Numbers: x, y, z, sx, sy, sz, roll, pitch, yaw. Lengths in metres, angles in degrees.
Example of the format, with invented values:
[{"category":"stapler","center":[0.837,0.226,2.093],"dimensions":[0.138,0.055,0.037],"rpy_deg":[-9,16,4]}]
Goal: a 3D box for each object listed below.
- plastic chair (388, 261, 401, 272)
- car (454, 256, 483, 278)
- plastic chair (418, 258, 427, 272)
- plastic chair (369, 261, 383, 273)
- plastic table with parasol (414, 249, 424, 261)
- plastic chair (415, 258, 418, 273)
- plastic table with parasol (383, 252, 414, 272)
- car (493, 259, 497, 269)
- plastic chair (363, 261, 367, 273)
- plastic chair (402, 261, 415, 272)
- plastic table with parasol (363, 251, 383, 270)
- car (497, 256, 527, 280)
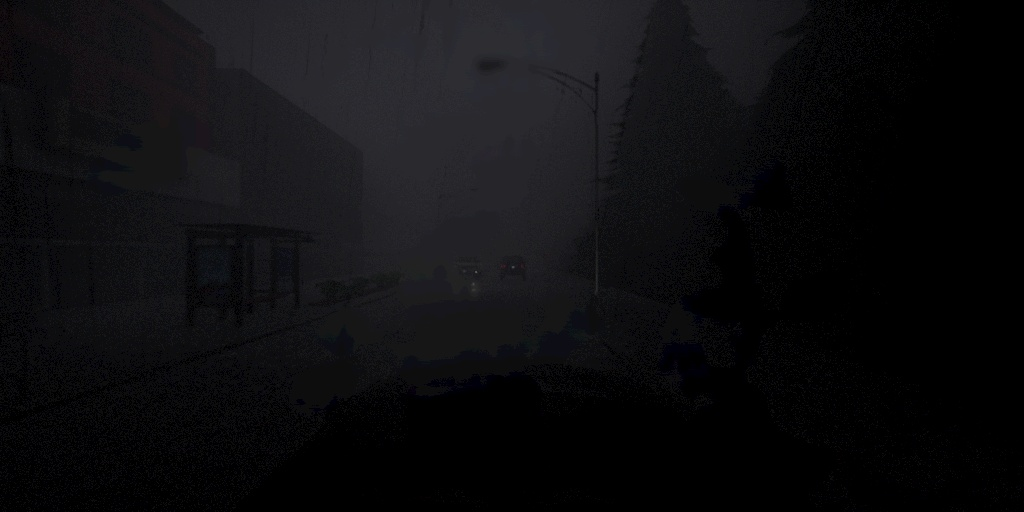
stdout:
[{"category":"plastic chair","center":[-14.260,1.287,43.485],"dimensions":[0.750,1.272,0.730],"rpy_deg":[0,0,0]},{"category":"car","center":[-4.016,0.983,33.761],"dimensions":[2.150,2.045,5.566],"rpy_deg":[0,0,0]},{"category":"plastic chair","center":[-12.132,1.288,49.475],"dimensions":[0.730,1.272,0.750],"rpy_deg":[0,0,0]},{"category":"plastic chair","center":[-15.900,1.287,42.004],"dimensions":[0.730,1.272,0.750],"rpy_deg":[0,0,0]},{"category":"plastic table with parasol","center":[-13.382,0.684,49.625],"dimensions":[2.482,2.480,2.482],"rpy_deg":[0,0,0]},{"category":"plastic chair","center":[-13.542,1.288,48.315],"dimensions":[0.750,1.272,0.730],"rpy_deg":[0,0,0]},{"category":"plastic table with parasol","center":[-14.101,0.683,44.765],"dimensions":[2.482,2.480,2.482],"rpy_deg":[0,0,0]},{"category":"car","center":[-1.145,0.984,54.289],"dimensions":[2.150,2.045,5.566],"rpy_deg":[1,0,-17]},{"category":"plastic chair","center":[-17.309,1.286,40.843],"dimensions":[0.750,1.272,0.730],"rpy_deg":[0,0,0]},{"category":"plastic chair","center":[-12.851,1.287,44.645],"dimensions":[0.730,1.272,0.750],"rpy_deg":[0,0,0]},{"category":"plastic table with parasol","center":[-17.160,0.683,42.123],"dimensions":[2.482,2.480,2.482],"rpy_deg":[0,0,0]},{"category":"car","center":[0.092,0.979,31.572],"dimensions":[2.150,2.045,5.566],"rpy_deg":[0,0,0]}]
